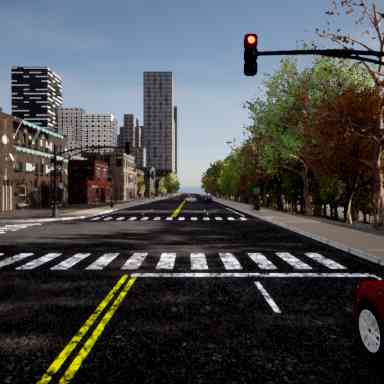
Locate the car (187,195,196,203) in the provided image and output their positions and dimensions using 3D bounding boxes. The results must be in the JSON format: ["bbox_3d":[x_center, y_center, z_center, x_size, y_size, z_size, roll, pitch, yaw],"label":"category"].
[{"bbox_3d":[-0.055,1.575,67.321,1.895,1.301,4.718,0,0,0],"label":"car"}]

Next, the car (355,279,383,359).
[{"bbox_3d":[3.343,1.477,2.940,1.882,1.535,5.008,0,0,0],"label":"car"}]

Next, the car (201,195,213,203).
[{"bbox_3d":[3.196,1.522,65.807,2.033,1.411,5.357,0,0,0],"label":"car"}]

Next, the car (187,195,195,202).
[{"bbox_3d":[-0.178,1.468,77.360,1.837,1.490,4.892,0,0,0],"label":"car"}]

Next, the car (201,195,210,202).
[{"bbox_3d":[3.076,1.469,76.301,1.837,1.490,4.892,0,0,0],"label":"car"}]
